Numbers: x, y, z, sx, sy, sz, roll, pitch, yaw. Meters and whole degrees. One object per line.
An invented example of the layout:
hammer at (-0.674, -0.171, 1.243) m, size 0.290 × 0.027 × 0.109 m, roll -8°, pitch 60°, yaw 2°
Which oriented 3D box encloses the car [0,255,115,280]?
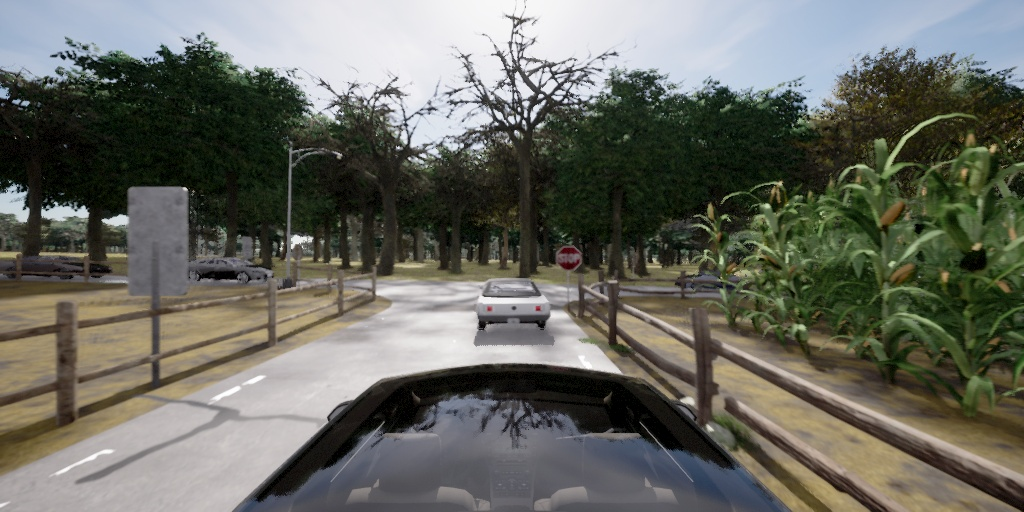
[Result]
car at (-27.481, 0.653, 21.597) m, size 5.357 × 1.411 × 2.033 m, roll 1°, pitch 0°, yaw 0°

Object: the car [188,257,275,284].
car at (-17.000, 0.845, 21.570) m, size 4.902 × 1.511 × 2.128 m, roll 1°, pitch 0°, yaw 0°

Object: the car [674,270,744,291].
car at (13.369, 1.637, 24.441) m, size 4.181 × 1.385 × 1.994 m, roll 1°, pitch 0°, yaw 0°

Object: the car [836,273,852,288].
car at (24.944, 1.571, 24.405) m, size 5.566 × 2.045 × 2.150 m, roll 2°, pitch 0°, yaw 1°

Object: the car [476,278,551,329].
car at (-0.084, 1.340, 11.169) m, size 1.895 × 1.301 × 4.718 m, roll 0°, pitch 0°, yaw -3°

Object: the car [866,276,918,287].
car at (24.648, 1.887, 21.471) m, size 5.357 × 1.411 × 2.033 m, roll 1°, pitch 0°, yaw 0°
